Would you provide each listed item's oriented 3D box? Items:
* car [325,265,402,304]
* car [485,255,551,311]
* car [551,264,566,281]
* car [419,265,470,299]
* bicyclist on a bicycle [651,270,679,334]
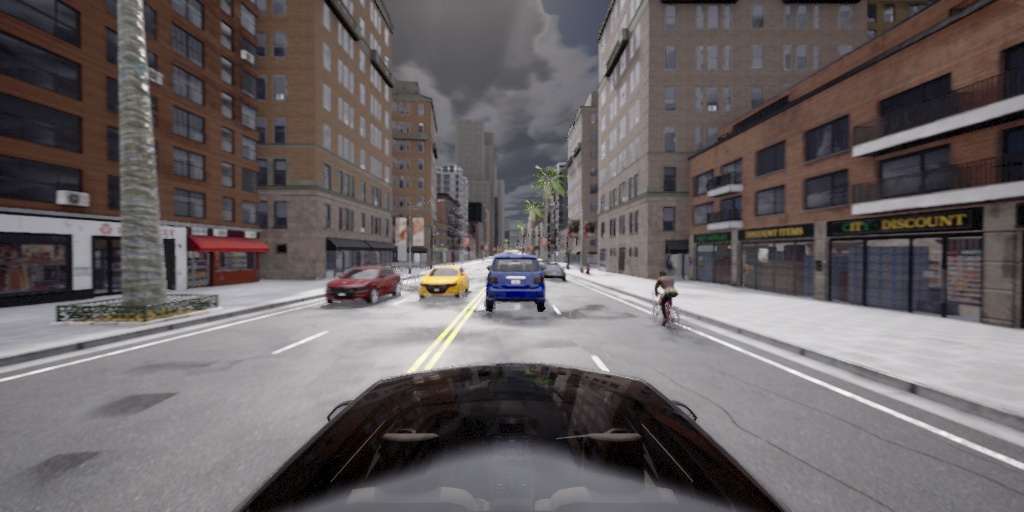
[{"bbox_3d":[-6.563,1.219,16.346,1.882,1.535,5.008,0,0,0],"label":"car"},{"bbox_3d":[0.131,0.975,14.685,2.150,2.045,5.566,0,0,0],"label":"car"},{"bbox_3d":[3.402,1.347,30.455,1.994,1.385,4.181,0,0,1],"label":"car"},{"bbox_3d":[-3.308,1.228,18.267,1.882,1.535,5.008,0,0,0],"label":"car"},{"bbox_3d":[4.162,1.213,9.740,0.582,1.620,1.656,0,0,0],"label":"bicyclist on a bicycle"}]
